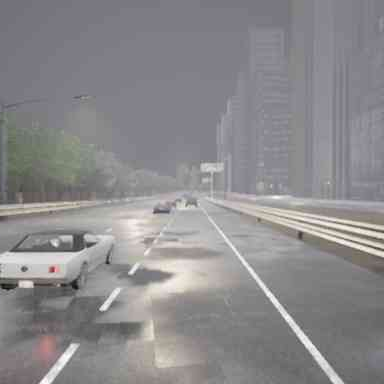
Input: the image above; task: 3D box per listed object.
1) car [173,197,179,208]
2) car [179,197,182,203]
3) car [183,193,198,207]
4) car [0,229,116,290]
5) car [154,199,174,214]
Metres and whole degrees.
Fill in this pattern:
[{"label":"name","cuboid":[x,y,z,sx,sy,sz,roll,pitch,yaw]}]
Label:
[{"label":"car","cuboid":[-3.666,2.019,58.913,1.812,1.442,4.674,0,0,0]},{"label":"car","cuboid":[-3.722,2.186,92.814,1.882,1.535,5.008,0,0,0]},{"label":"car","cuboid":[-0.070,1.725,60.217,2.150,2.045,5.566,0,0,0]},{"label":"car","cuboid":[-3.502,1.682,9.254,1.895,1.301,4.718,0,0,0]},{"label":"car","cuboid":[-3.580,1.914,40.886,1.994,1.385,4.181,0,0,0]}]
